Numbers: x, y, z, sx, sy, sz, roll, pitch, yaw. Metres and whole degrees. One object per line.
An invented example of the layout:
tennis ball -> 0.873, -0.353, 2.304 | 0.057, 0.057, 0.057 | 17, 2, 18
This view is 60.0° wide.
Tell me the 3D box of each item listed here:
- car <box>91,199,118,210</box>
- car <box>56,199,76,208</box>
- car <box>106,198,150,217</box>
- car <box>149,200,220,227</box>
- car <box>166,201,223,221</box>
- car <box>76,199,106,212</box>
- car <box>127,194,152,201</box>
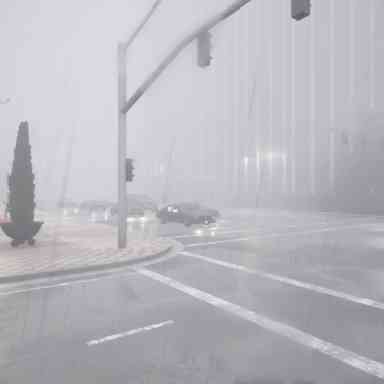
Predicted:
car -> -11.834, 1.601, 44.871 | 1.895, 1.301, 4.718 | 0, 0, -36
car -> -17.835, 1.601, 47.248 | 1.895, 1.301, 4.718 | 0, 0, -35
car -> -6.038, 1.564, 30.844 | 1.994, 1.385, 4.181 | 0, 0, -35
car -> -0.635, 1.547, 23.361 | 2.033, 1.411, 5.357 | 0, 0, -36
car -> 0.068, 1.547, 28.362 | 2.033, 1.411, 5.357 | 0, 0, -36
car -> -11.418, 1.601, 38.295 | 1.895, 1.301, 4.718 | 0, 0, -36
car -> -5.887, 1.221, 36.606 | 2.150, 2.045, 5.566 | 0, 0, -36
